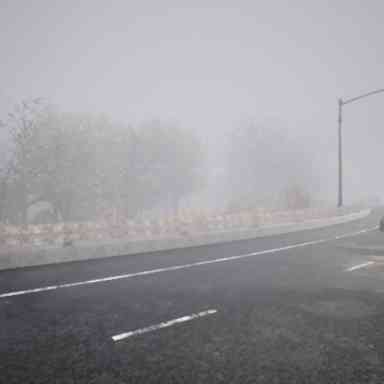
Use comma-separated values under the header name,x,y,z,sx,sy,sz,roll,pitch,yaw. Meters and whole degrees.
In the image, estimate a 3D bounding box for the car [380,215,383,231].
name,x,y,z,sx,sy,sz,roll,pitch,yaw
car,13.230,1.707,20.958,1.812,1.442,4.674,0,0,42
